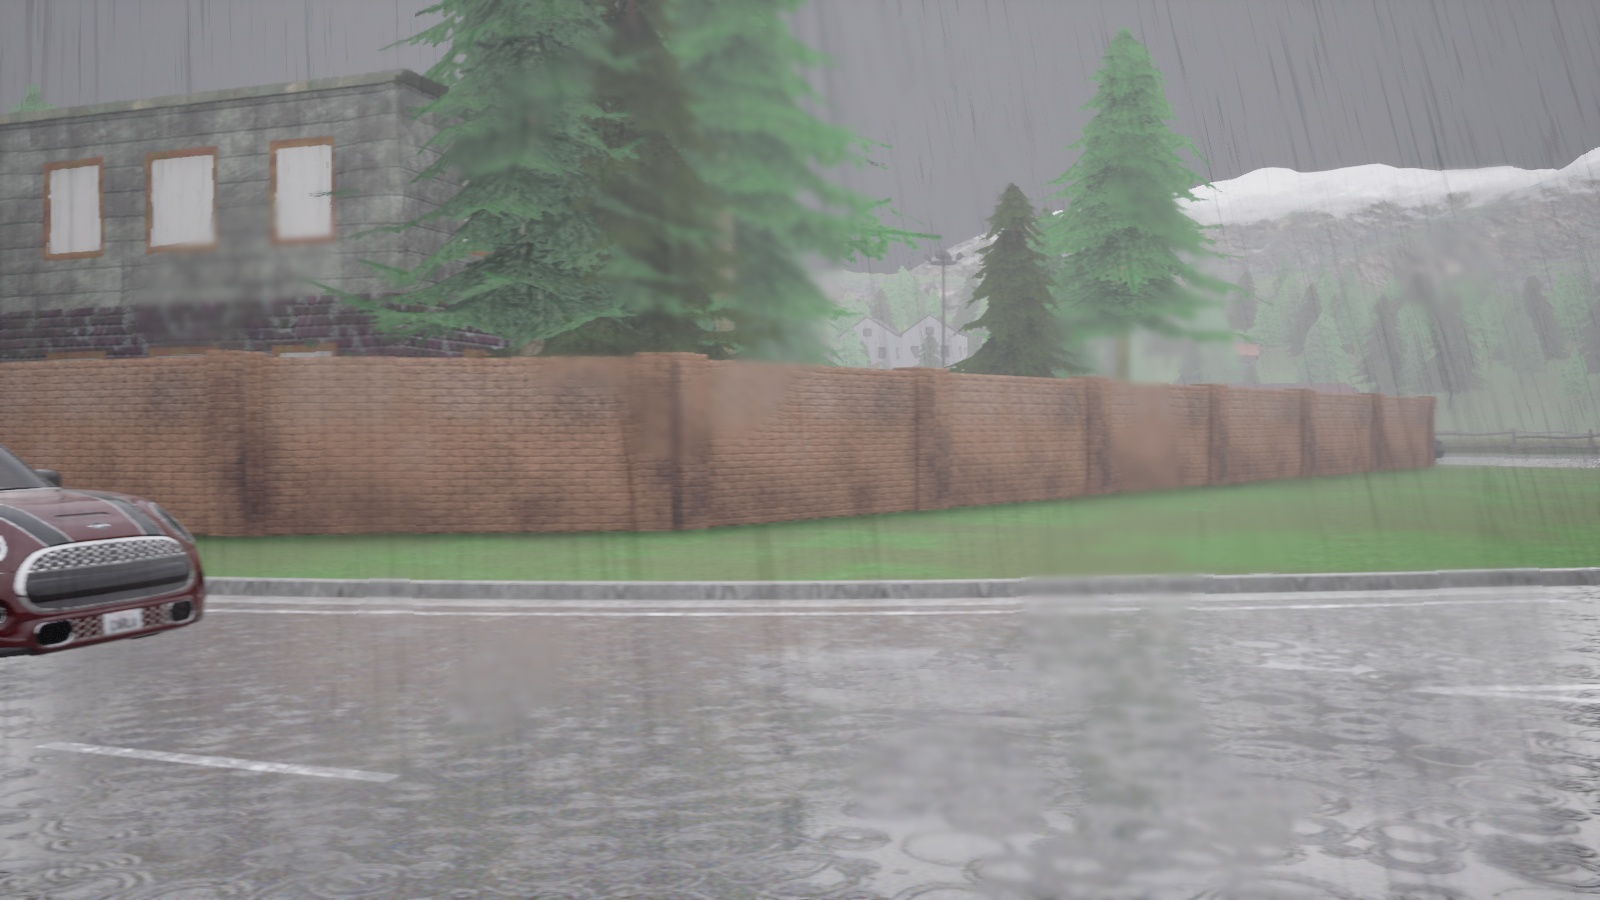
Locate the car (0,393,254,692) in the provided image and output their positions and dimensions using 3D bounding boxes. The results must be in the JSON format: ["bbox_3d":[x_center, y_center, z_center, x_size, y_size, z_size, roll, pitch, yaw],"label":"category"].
[{"bbox_3d":[-6.566,0.515,9.092,4.553,1.767,2.097,1,1,19],"label":"car"}]

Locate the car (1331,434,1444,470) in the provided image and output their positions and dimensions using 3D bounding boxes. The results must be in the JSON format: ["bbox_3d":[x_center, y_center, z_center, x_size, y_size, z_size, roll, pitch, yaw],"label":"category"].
[{"bbox_3d":[24.965,0.077,53.521,4.193,1.474,1.816,1,1,19],"label":"car"}]
